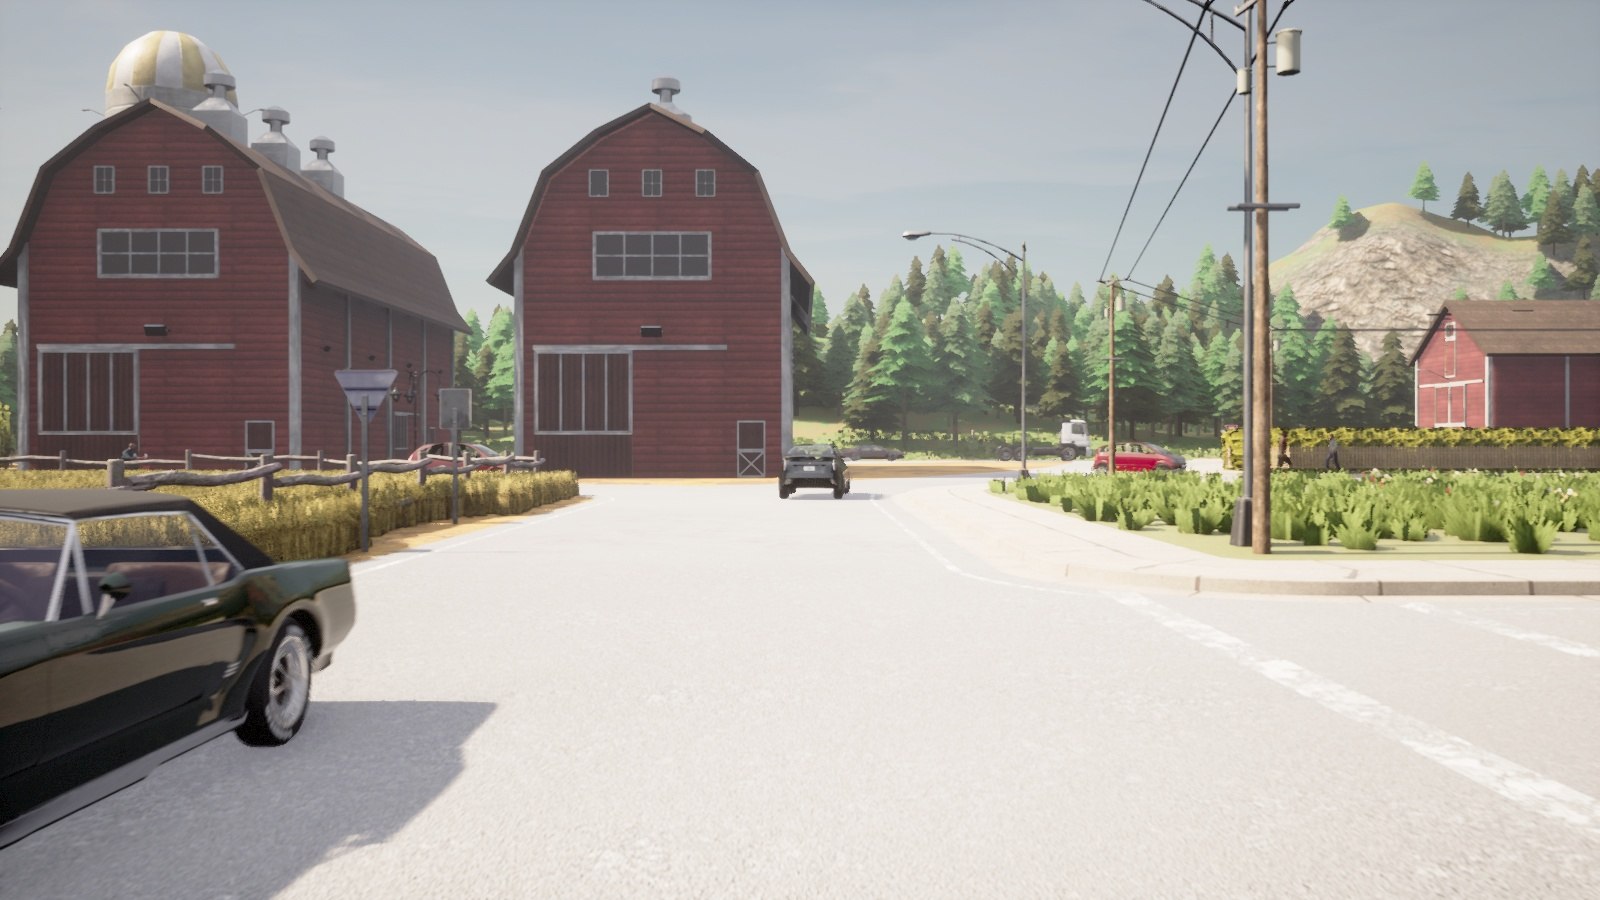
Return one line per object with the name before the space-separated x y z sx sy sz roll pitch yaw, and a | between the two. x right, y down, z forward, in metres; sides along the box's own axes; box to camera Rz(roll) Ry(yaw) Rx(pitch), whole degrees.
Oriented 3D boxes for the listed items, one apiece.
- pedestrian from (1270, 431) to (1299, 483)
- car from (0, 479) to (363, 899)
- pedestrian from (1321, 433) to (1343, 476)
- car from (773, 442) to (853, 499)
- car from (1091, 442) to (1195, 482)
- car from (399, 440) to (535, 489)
pedestrian | 16.912 0.231 43.840 0.869 1.805 0.328 0 0 8
car | -3.459 0.825 4.836 1.895 1.301 4.718 0 0 0
pedestrian | 23.943 0.197 56.522 0.788 1.949 0.423 0 0 -7
car | 0.445 0.541 36.545 2.007 1.525 4.514 0 1 5
car | 14.175 0.466 51.943 3.705 1.549 1.789 1 1 37
car | -11.121 0.469 42.098 3.988 1.617 1.851 0 0 5
